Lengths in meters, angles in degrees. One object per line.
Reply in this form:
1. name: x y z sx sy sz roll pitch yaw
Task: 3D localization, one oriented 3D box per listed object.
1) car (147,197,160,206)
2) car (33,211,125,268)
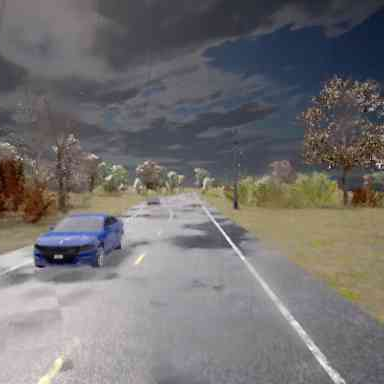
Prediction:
1. car: -6.214 1.523 54.073 1.994 1.385 4.181 0 0 -6
2. car: -3.616 1.480 11.488 1.882 1.535 5.008 0 0 0
